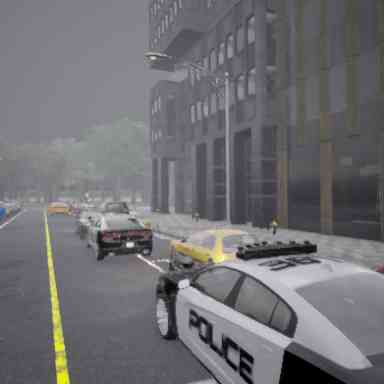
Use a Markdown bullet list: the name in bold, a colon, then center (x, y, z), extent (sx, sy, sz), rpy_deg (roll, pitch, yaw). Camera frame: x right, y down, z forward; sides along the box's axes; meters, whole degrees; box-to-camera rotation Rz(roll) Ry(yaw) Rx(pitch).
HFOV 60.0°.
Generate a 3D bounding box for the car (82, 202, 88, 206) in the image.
- **car**: center (-8.105, 1.870, 29.025), extent (2.008, 1.369, 4.403), rpy_deg (0, 0, -24)

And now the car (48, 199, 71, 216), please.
- **car**: center (-15.662, 1.960, 39.181), extent (1.882, 1.535, 5.008), rpy_deg (0, -1, -23)

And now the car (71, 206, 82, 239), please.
- **car**: center (-5.514, 1.733, 18.699), extent (1.812, 1.442, 4.674), rpy_deg (0, -1, -24)

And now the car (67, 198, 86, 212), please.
- **car**: center (-17.008, 1.894, 48.872), extent (2.192, 1.841, 5.009), rpy_deg (0, 0, -24)

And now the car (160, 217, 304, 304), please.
- **car**: center (0.724, 1.592, 9.336), extent (1.752, 1.417, 4.829), rpy_deg (0, 0, -24)

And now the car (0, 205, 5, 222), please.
- **car**: center (-15.884, 1.936, 25.536), extent (1.947, 1.339, 4.313), rpy_deg (0, 0, -24)

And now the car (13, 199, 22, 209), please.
- **car**: center (-27.009, 2.137, 50.343), extent (1.967, 1.590, 4.097), rpy_deg (0, 0, -24)

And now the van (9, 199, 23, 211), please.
- **van**: center (-29.236, 2.104, 55.305), extent (1.690, 1.788, 3.998), rpy_deg (0, 0, -24)

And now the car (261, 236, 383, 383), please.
- **car**: center (3.019, 1.547, 4.220), extent (1.887, 1.381, 4.507), rpy_deg (0, 0, -24)

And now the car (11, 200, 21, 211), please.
- **car**: center (-24.714, 2.154, 45.226), extent (1.752, 1.417, 4.829), rpy_deg (0, 0, -24)

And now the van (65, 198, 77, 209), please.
- **van**: center (-21.457, 2.053, 58.794), extent (1.690, 1.788, 3.998), rpy_deg (0, 0, -24)

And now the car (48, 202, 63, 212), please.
- **car**: center (-20.977, 2.203, 50.979), extent (1.994, 1.385, 4.181), rpy_deg (0, -1, -24)

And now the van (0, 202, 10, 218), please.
- **van**: center (-18.111, 1.776, 30.499), extent (1.690, 1.788, 3.998), rpy_deg (0, 0, -24)

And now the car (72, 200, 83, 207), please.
- **car**: center (-12.555, 1.993, 38.948), extent (1.887, 1.381, 4.507), rpy_deg (0, 0, -24)

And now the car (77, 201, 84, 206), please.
- **car**: center (-10.400, 1.911, 34.142), extent (1.752, 1.417, 4.829), rpy_deg (0, 0, -24)

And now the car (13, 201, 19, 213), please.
- **car**: center (-22.558, 2.131, 40.420), extent (1.947, 1.339, 4.313), rpy_deg (0, 0, -24)

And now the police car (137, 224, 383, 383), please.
- **police car**: center (0.976, 1.448, 4.197), extent (1.930, 1.638, 5.238), rpy_deg (0, -1, -24)

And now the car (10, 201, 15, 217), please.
- **car**: center (-20.265, 2.023, 35.304), extent (1.752, 1.417, 4.829), rpy_deg (0, 0, -24)

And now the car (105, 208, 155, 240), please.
- **car**: center (-3.725, 1.719, 19.258), extent (1.752, 1.417, 4.829), rpy_deg (0, 0, -24)

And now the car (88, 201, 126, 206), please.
- **car**: center (-5.883, 1.570, 24.066), extent (2.192, 1.841, 5.009), rpy_deg (0, 0, -24)

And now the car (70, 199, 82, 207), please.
- **car**: center (-14.781, 1.954, 43.910), extent (1.967, 1.590, 4.097), rpy_deg (0, 0, -24)

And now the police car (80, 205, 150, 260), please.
- **police car**: center (-3.106, 1.564, 13.326), extent (1.930, 1.638, 5.238), rpy_deg (0, -1, -24)

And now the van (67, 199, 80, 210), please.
- **van**: center (-19.232, 1.986, 53.833), extent (1.690, 1.788, 3.998), rpy_deg (0, 0, -24)
